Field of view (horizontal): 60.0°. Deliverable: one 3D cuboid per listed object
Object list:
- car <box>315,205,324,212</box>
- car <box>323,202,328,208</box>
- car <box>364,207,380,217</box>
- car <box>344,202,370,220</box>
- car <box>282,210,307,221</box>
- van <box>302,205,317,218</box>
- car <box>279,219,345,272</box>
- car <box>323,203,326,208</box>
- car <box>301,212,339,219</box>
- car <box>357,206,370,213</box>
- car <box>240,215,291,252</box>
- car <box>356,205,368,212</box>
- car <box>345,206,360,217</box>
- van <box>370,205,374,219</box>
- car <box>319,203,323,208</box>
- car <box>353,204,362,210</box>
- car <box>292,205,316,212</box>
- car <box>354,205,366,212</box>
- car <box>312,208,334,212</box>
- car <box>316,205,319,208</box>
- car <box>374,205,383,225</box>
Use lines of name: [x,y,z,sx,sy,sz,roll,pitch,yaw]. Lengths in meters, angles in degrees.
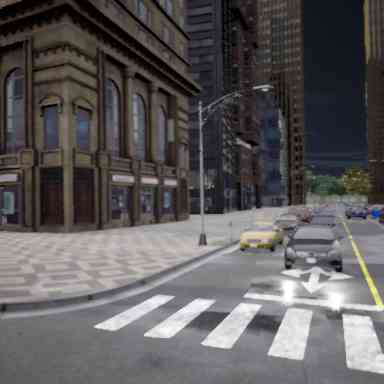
car: [29.668,3.842,77.544,1.802,1.307,4.206,-2,-2,23]
car: [33.912,4.069,87.425,2.008,1.369,4.403,-2,-2,23]
car: [27.445,3.005,50.772,1.802,1.307,4.206,-2,-2,23]
car: [21.190,2.595,42.952,2.097,1.767,4.553,-1,-2,23]
car: [7.615,2.406,26.204,2.008,1.369,4.403,-2,-2,23]
van: [17.249,2.817,48.653,1.690,1.788,3.998,-2,-2,23]
car: [4.720,1.968,12.660,1.812,1.442,4.674,-2,-2,24]
car: [27.546,3.673,72.606,1.887,1.381,4.507,-2,-2,23]
car: [8.556,2.240,21.629,2.033,1.411,5.357,-1,-2,23]
car: [33.603,3.380,65.109,1.947,1.339,4.313,-2,-2,23]
car: [3.692,2.126,17.073,1.752,1.417,4.829,-2,-2,23]
car: [35.656,3.508,69.889,1.947,1.339,4.313,-2,-2,23]
car: [25.066,2.968,51.976,1.882,1.535,5.008,-2,-2,23]
van: [23.661,2.519,41.891,1.690,1.788,3.998,-2,-2,23]
car: [21.177,3.167,57.789,1.967,1.590,4.097,-2,-2,23]
car: [41.880,3.848,84.383,1.752,1.417,4.829,-2,-2,23]
car: [11.465,2.419,35.190,2.192,1.841,5.009,-2,-2,23]
car: [37.708,3.620,74.668,2.008,1.369,4.403,-2,-2,23]
car: [12.760,2.512,31.392,2.033,1.411,5.357,-1,-2,23]
car: [15.324,2.793,44.161,1.967,1.590,4.097,-2,-2,23]
car: [19.635,2.235,32.550,2.192,1.841,5.009,-2,-2,23]
